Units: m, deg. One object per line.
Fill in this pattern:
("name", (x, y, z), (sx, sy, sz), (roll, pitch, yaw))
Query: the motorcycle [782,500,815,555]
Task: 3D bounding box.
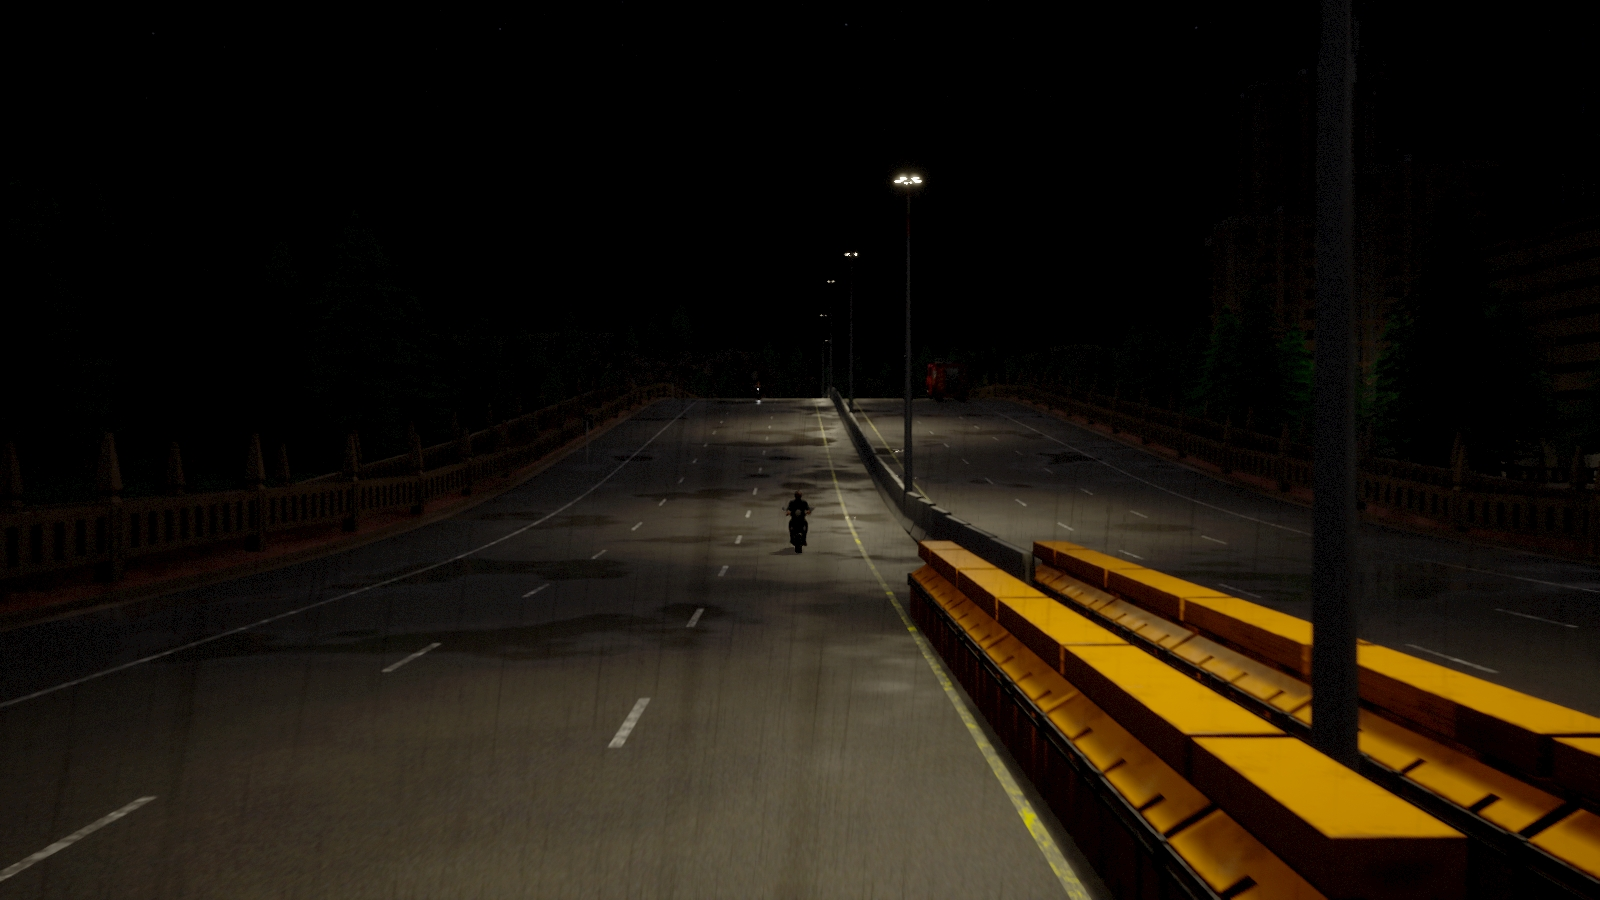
("motorcycle", (-0.048, 2.071, 30.824), (0.856, 1.316, 1.805), (0, 1, 0))
